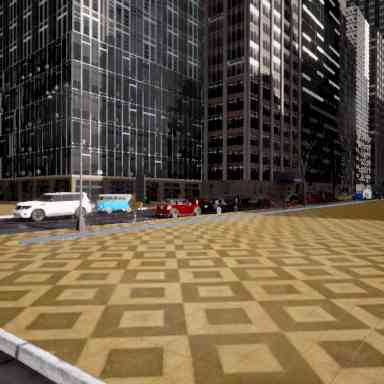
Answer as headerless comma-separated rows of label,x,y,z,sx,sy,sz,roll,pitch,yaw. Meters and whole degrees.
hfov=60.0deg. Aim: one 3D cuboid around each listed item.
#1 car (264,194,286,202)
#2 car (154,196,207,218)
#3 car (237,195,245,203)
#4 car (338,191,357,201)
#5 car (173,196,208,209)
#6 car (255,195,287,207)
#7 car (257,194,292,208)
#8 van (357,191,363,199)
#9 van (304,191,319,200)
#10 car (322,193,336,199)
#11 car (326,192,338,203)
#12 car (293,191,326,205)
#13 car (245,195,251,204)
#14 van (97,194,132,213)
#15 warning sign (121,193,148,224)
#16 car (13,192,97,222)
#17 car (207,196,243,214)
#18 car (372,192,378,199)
car,14.656,1.056,58.530,1.947,1.339,4.313,1,1,40
car,-1.047,1.240,27.033,1.967,1.590,4.097,1,1,40
car,4.027,1.204,42.075,2.033,1.411,5.357,0,1,41
car,28.515,0.956,61.856,1.752,1.417,4.829,1,1,40
car,-0.123,1.218,41.229,1.887,1.381,4.507,1,1,40
car,10.842,1.162,45.229,2.033,1.411,5.357,0,1,41
car,9.938,1.243,40.094,1.802,1.307,4.206,1,1,40
van,35.792,0.683,70.379,1.690,1.788,3.998,1,1,40
van,25.737,0.694,71.507,1.690,1.788,3.998,1,1,40
car,33.123,0.828,80.165,1.947,1.339,4.313,1,1,40
car,21.019,0.839,53.070,2.192,1.841,5.009,1,1,40
car,17.325,0.885,48.744,2.192,1.841,5.009,1,1,40
car,7.268,1.147,49.876,1.947,1.339,4.313,1,1,40
van,-7.594,1.106,32.645,1.690,1.788,3.998,1,1,40
warning sign,-3.545,0.977,20.655,1.300,1.860,1.060,0,0,40
car,-10.400,1.058,25.193,2.150,2.045,5.566,0,1,40
car,2.602,1.320,31.398,1.947,1.339,4.313,1,1,40
car,39.484,0.847,74.709,2.008,1.369,4.403,1,1,40
